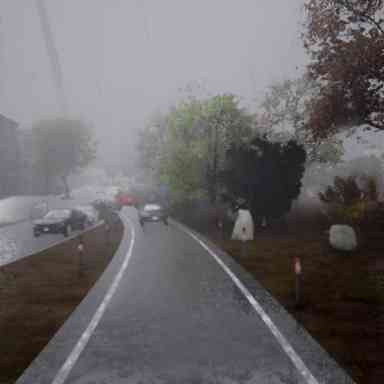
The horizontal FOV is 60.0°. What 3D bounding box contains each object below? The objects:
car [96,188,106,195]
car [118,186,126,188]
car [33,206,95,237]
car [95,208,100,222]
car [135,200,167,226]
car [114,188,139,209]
[{"bbox_3d":[-19.936,-0.191,72.959,1.837,1.490,4.892,-1,3,-11],"label":"car"},{"bbox_3d":[-17.220,-0.694,81.486,1.994,1.385,4.181,-1,2,-10],"label":"car"},{"bbox_3d":[-7.817,1.745,20.191,2.097,1.535,5.008,-1,0,-1],"label":"car"},{"bbox_3d":[-8.451,1.814,26.302,2.002,1.452,4.674,1,0,-7],"label":"car"},{"bbox_3d":[-2.881,1.522,23.745,1.812,1.442,4.674,-1,1,-12],"label":"car"},{"bbox_3d":[-8.085,0.913,40.323,2.150,2.045,5.566,-1,2,-21],"label":"car"}]
